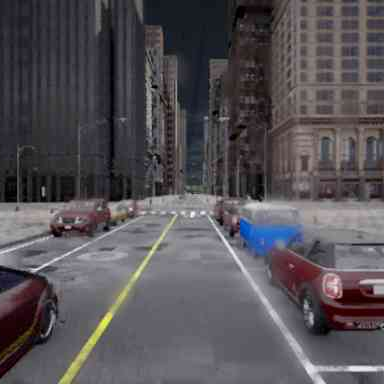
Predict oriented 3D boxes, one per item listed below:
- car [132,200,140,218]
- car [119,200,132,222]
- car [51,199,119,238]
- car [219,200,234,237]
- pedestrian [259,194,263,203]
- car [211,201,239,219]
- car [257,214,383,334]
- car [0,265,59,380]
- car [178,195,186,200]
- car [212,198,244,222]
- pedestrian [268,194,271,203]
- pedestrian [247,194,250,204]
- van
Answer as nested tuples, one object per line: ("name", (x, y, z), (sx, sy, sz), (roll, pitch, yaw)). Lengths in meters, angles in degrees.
("car", (-5.762, 1.428, 29.157), (1.967, 1.590, 4.097), (0, 0, 0))
("car", (-5.762, 1.516, 23.385), (1.752, 1.417, 4.829), (0, 0, 0))
("car", (-5.764, 1.308, 17.953), (2.192, 1.841, 5.009), (0, 0, 0))
("car", (2.762, 1.433, 17.953), (1.967, 1.590, 4.097), (0, 0, 0))
("pedestrian", (7.140, 1.132, 34.634), (0.375, 1.860, 0.375), (0, 0, 0))
("car", (2.764, 1.539, 29.157), (2.008, 1.369, 4.403), (0, 0, 0))
("car", (2.760, 1.437, 6.750), (1.967, 1.590, 4.097), (0, 0, 0))
("car", (-3.100, 1.562, 3.603), (1.994, 1.385, 4.181), (0, 0, 0))
("car", (-2.810, 1.516, 94.128), (2.033, 1.411, 5.357), (0, 0, 0))
("car", (2.762, 1.305, 23.556), (2.192, 1.841, 5.009), (0, 0, 0))
("pedestrian", (8.140, 1.139, 35.235), (0.375, 1.860, 0.375), (0, 0, 0))
("pedestrian", (6.140, 1.131, 35.835), (0.375, 1.860, 0.375), (0, 0, 0))
("van", (2.761, 1.336, 12.352), (1.690, 1.788, 3.998), (0, 0, 0))
